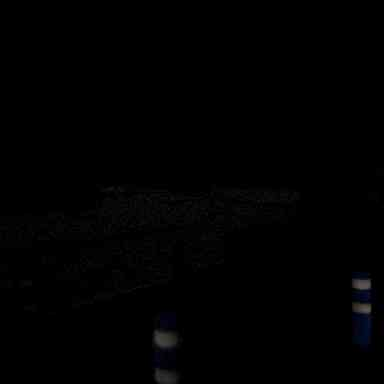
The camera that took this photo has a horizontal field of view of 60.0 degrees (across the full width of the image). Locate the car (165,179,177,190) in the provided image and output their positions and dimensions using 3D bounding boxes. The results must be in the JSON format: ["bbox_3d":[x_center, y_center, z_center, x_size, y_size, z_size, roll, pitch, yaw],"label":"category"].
[{"bbox_3d":[-2.106,-1.334,67.073,2.435,2.045,5.566,6,5,36],"label":"car"}]

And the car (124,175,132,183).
[{"bbox_3d":[-13.730,-3.102,84.552,2.435,2.045,5.566,5,5,36],"label":"car"}]

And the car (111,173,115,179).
[{"bbox_3d":[-18.975,-3.602,91.777,1.946,1.575,5.366,6,5,35],"label":"car"}]

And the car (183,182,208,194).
[{"bbox_3d":[1.191,-0.581,62.131,2.097,1.535,5.008,5,5,36],"label":"car"}]

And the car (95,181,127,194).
[{"bbox_3d":[-13.425,-0.428,53.442,2.163,1.488,4.792,4,6,34],"label":"car"}]

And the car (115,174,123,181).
[{"bbox_3d":[-17.134,-3.606,89.489,2.435,2.045,5.566,5,5,35],"label":"car"}]

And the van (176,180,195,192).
[{"bbox_3d":[-0.377,-1.061,64.704,1.878,1.987,4.442,5,5,36],"label":"van"}]

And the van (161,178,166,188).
[{"bbox_3d":[-3.810,-1.558,69.496,1.878,1.987,4.442,6,5,36],"label":"van"}]

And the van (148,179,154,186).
[{"bbox_3d":[-6.986,-2.069,74.676,1.878,1.987,4.442,5,5,36],"label":"van"}]

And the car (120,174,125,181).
[{"bbox_3d":[-15.457,-3.102,87.022,2.231,1.521,4.892,5,5,35],"label":"car"}]

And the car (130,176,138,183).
[{"bbox_3d":[-12.055,-2.569,82.085,2.163,1.488,4.792,5,5,36],"label":"car"}]

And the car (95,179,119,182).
[{"bbox_3d":[-15.122,-0.828,55.820,2.185,1.767,4.553,5,6,34],"label":"car"}]

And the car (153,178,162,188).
[{"bbox_3d":[-5.422,-1.713,72.070,2.185,1.767,4.553,5,5,36],"label":"car"}]

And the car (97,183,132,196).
[{"bbox_3d":[-11.733,-0.171,51.023,2.002,1.452,4.674,4,6,34],"label":"car"}]

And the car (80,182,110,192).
[{"bbox_3d":[-16.867,-0.915,58.179,2.163,1.488,4.792,5,6,34],"label":"car"}]

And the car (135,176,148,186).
[{"bbox_3d":[-10.384,-2.344,79.579,2.231,1.521,4.892,6,5,36],"label":"car"}]

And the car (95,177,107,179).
[{"bbox_3d":[-18.532,-1.318,60.610,2.185,1.767,4.553,5,6,34],"label":"car"}]
